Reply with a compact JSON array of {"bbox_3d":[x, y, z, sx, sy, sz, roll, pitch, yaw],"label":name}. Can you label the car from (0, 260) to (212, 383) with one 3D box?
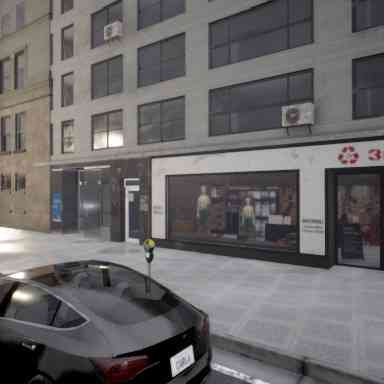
[{"bbox_3d":[-1.775,1.566,4.234,4.313,1.339,1.947,0,0,36],"label":"car"}]
